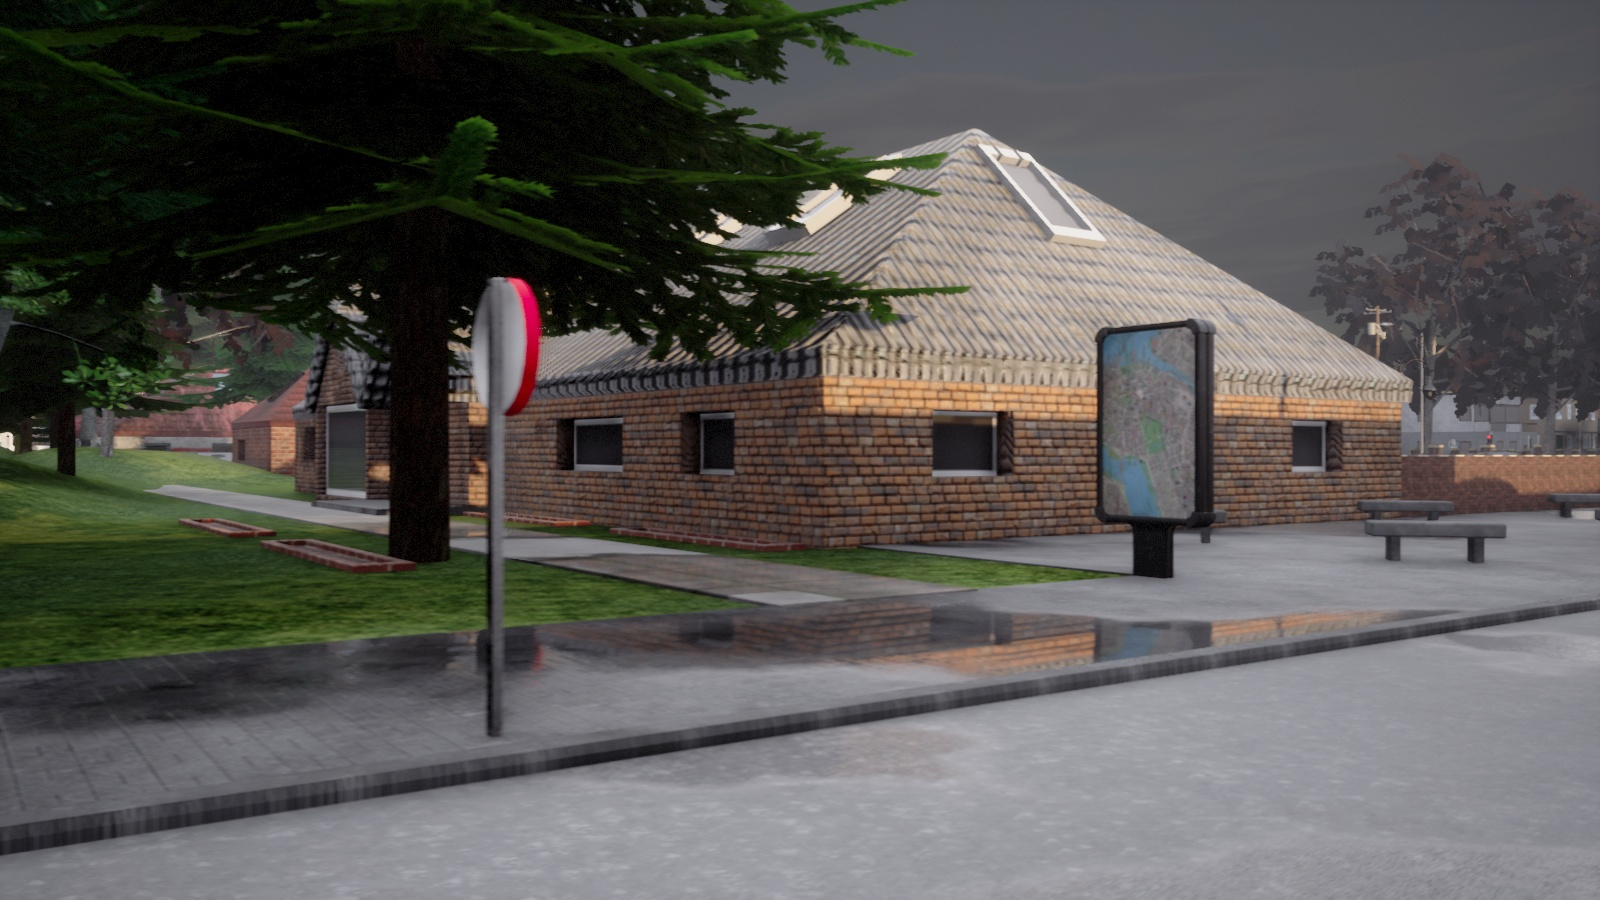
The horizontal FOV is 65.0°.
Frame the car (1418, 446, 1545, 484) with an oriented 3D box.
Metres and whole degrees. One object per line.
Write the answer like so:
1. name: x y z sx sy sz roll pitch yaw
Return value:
1. car: 31.247 0.664 57.693 2.242 1.667 4.611 0 0 -37
